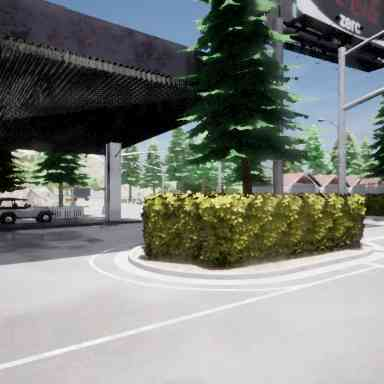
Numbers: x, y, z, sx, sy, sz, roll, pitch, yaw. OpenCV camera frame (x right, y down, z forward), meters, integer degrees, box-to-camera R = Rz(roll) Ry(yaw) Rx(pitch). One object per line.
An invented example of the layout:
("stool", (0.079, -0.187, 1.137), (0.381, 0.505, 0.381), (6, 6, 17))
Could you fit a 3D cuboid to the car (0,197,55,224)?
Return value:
("car", (-11.918, 1.313, 23.516), (3.866, 1.878, 1.905), (0, 0, -36))
